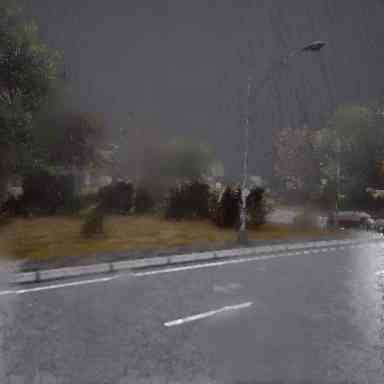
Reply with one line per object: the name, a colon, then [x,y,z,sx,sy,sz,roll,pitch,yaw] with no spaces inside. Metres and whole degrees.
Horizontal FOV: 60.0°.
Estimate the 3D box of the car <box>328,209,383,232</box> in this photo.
car: [13.794,2.304,27.927,2.097,1.767,4.553,4,-3,-26]
